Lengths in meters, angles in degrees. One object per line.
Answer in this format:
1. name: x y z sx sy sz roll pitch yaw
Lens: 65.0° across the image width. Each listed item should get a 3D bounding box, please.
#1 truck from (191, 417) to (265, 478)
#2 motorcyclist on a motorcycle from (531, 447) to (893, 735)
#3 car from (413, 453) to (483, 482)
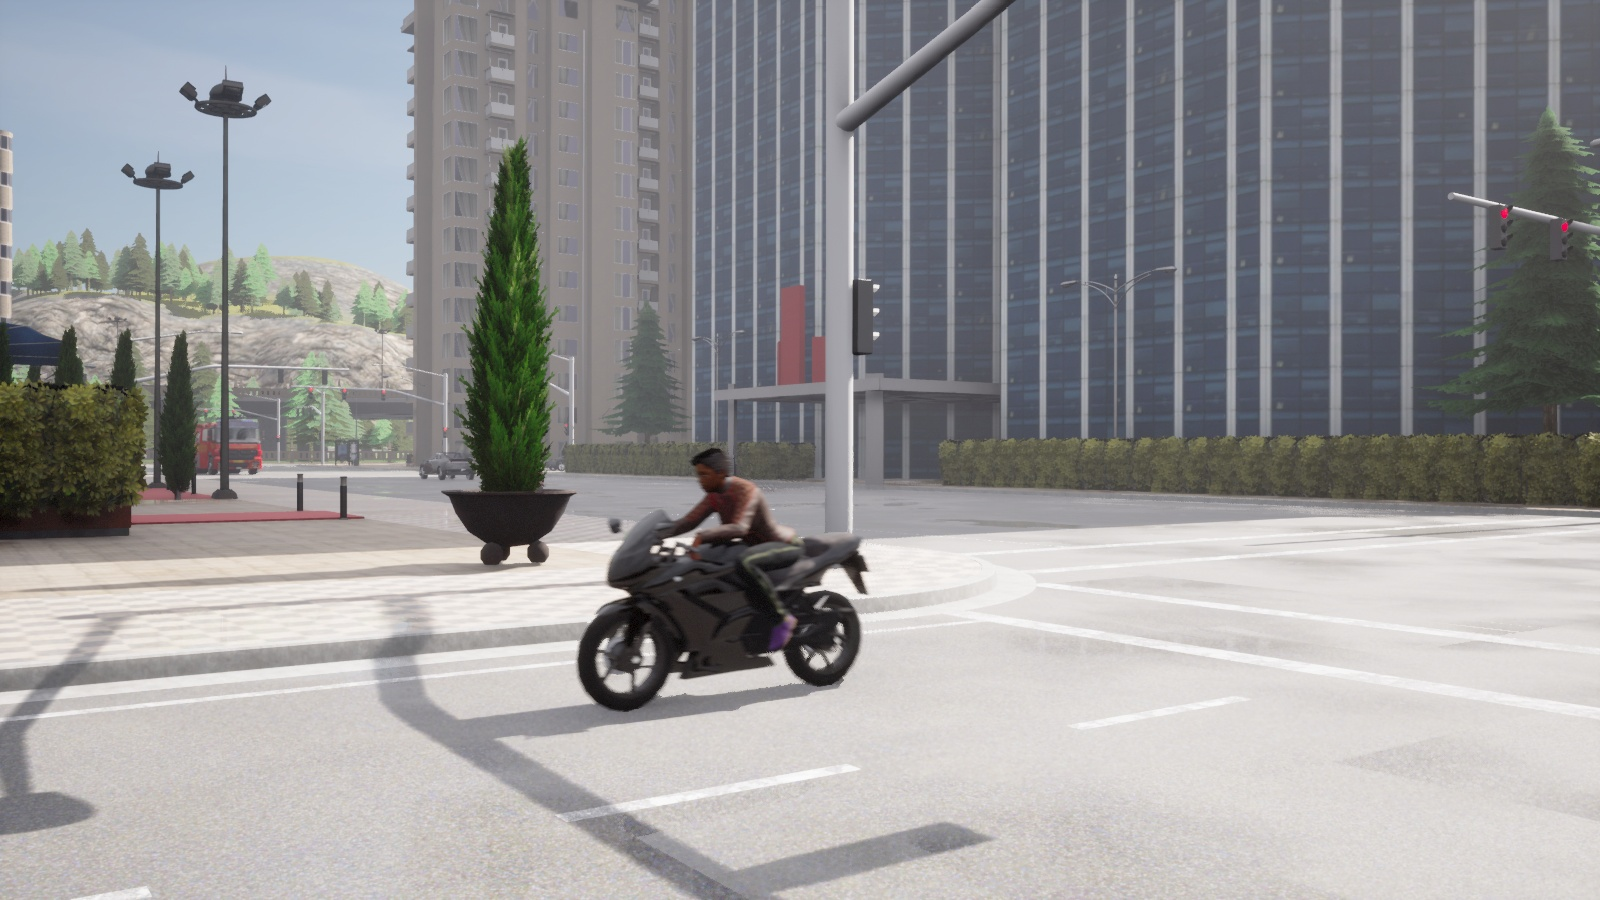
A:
1. truck: -37.706 -0.138 82.554 2.891 3.827 8.468 0 0 -35
2. motorcyclist on a motorcycle: -0.490 0.746 7.540 2.044 1.523 0.797 0 0 -35
3. car: -19.264 0.909 68.567 2.128 1.511 4.902 0 0 -35
